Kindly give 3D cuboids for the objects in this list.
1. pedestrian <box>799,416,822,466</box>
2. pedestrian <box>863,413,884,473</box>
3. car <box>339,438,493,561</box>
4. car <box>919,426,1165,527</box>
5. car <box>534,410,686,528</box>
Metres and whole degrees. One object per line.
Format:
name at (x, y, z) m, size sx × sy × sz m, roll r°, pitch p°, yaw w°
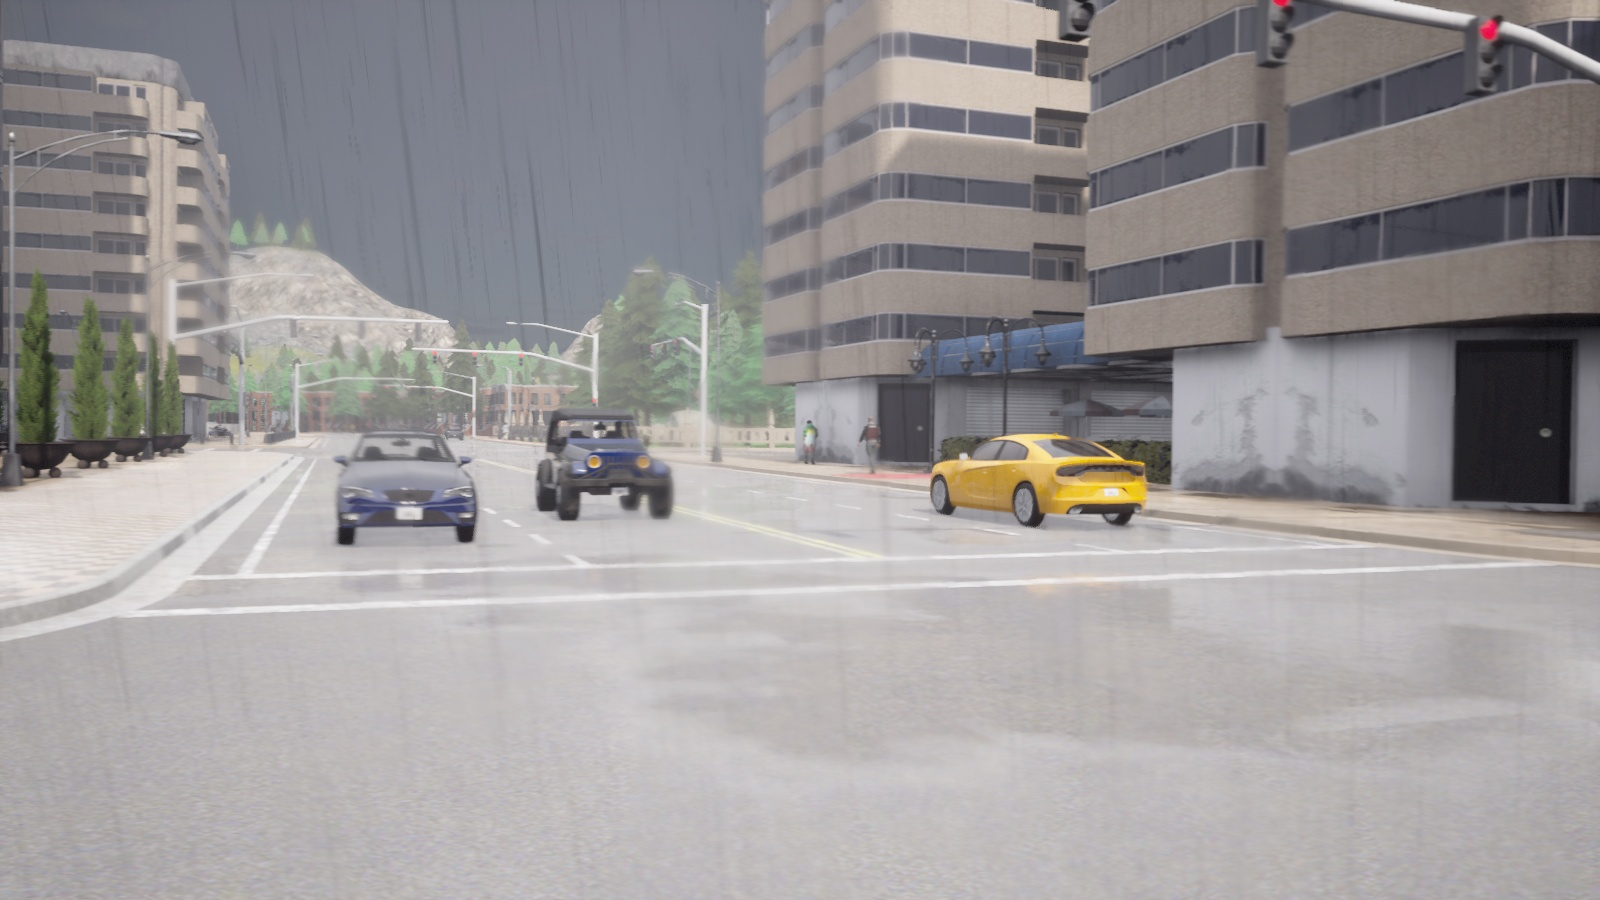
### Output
pedestrian at (0.414, -0.369, 50.450) m, size 0.659 × 1.952 × 0.873 m, roll -1°, pitch 1°, yaw -18°
pedestrian at (2.269, -0.221, 38.749) m, size 0.376 × 1.854 × 0.720 m, roll -1°, pitch 1°, yaw -20°
car at (-5.508, 0.584, 17.680) m, size 1.816 × 1.474 × 4.193 m, roll -1°, pitch 1°, yaw -20°
car at (4.053, 0.373, 22.040) m, size 1.882 × 1.535 × 5.008 m, roll -1°, pitch 1°, yaw -20°
car at (-3.455, 0.270, 22.221) m, size 1.905 × 1.878 × 3.866 m, roll -1°, pitch 1°, yaw -20°
